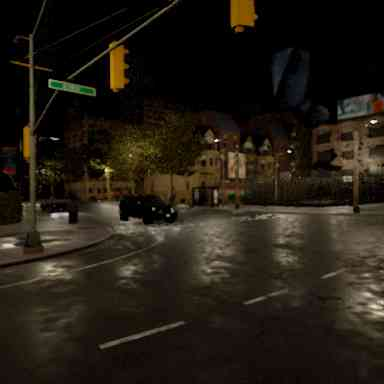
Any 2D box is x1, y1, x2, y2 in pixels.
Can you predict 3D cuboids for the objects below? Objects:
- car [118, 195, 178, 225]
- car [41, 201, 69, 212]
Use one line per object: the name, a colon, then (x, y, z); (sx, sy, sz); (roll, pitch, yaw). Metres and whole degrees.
car: (-3.341, 1.214, 24.273); (2.150, 2.045, 5.566); (0, 0, -40)
car: (-16.231, 1.684, 39.288); (1.895, 1.301, 4.718); (-1, 0, -41)
